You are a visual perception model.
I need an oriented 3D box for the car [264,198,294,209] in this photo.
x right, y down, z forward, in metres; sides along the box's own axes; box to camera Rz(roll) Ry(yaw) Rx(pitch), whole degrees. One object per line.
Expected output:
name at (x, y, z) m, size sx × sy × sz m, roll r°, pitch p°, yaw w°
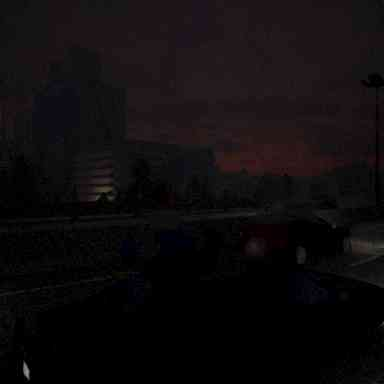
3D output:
car at (9.990, 1.418, 37.021) m, size 4.553 × 1.767 × 2.097 m, roll 0°, pitch 0°, yaw -44°

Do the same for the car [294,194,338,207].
car at (13.603, 1.274, 35.644) m, size 5.566 × 2.045 × 2.150 m, roll 0°, pitch 0°, yaw -44°

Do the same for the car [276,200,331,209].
car at (8.844, 1.603, 26.200) m, size 4.181 × 1.385 × 1.994 m, roll 0°, pitch 0°, yaw -44°

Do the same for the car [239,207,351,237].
car at (3.726, 1.490, 11.596) m, size 5.008 × 1.535 × 1.882 m, roll 0°, pitch 0°, yaw -41°

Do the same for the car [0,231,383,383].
car at (0.573, 1.553, 4.370) m, size 5.357 × 1.411 × 2.033 m, roll 0°, pitch 0°, yaw -38°
